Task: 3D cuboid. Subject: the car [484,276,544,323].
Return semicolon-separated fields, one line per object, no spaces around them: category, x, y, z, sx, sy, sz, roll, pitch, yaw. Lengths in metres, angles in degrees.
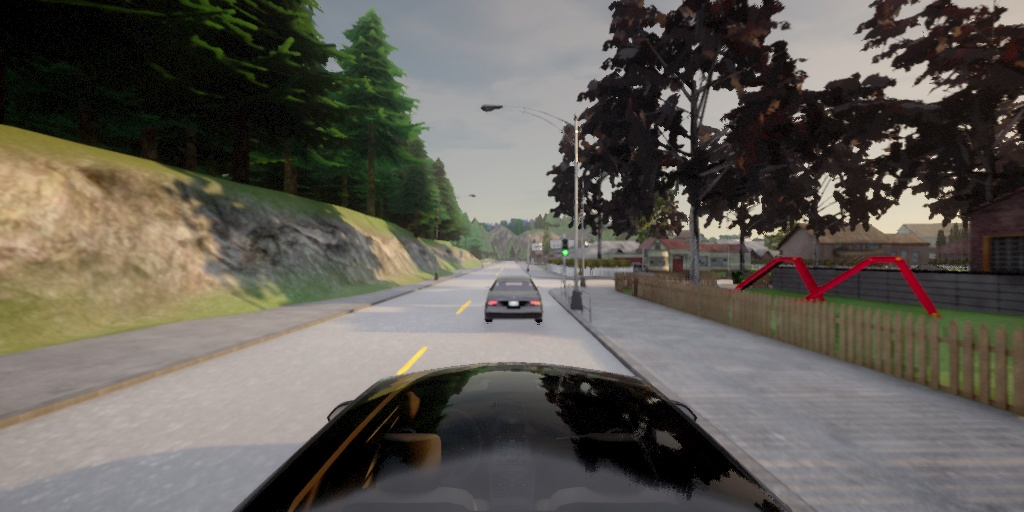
car;0.063;1.399;12.523;2.033;1.411;5.357;0;-1;0

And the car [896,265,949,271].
car;37.287;1.546;33.084;4.892;1.490;1.837;0;-1;0
